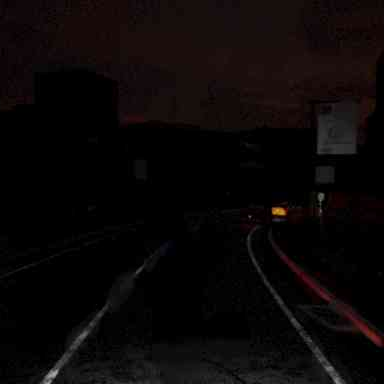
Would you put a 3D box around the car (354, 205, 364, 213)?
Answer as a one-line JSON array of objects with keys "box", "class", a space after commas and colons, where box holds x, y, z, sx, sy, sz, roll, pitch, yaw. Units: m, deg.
[{"box": [27.733, 2.695, 51.951, 5.357, 1.411, 2.033, 3, 3, -26], "class": "car"}]

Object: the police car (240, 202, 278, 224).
[{"box": [5.343, 1.653, 27.110, 1.930, 1.638, 5.238, 2, 0, 23], "class": "police car"}]

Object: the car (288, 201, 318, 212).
[{"box": [16.296, 2.113, 48.673, 4.718, 1.301, 1.895, 2, 2, -39], "class": "car"}]

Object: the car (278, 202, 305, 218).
[{"box": [10.016, 1.852, 35.427, 1.801, 1.575, 5.366, 3, 1, 35], "class": "car"}]

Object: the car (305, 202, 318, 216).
[{"box": [13.417, 2.033, 39.741, 1.837, 1.490, 4.892, 4, 1, 41], "class": "car"}]
